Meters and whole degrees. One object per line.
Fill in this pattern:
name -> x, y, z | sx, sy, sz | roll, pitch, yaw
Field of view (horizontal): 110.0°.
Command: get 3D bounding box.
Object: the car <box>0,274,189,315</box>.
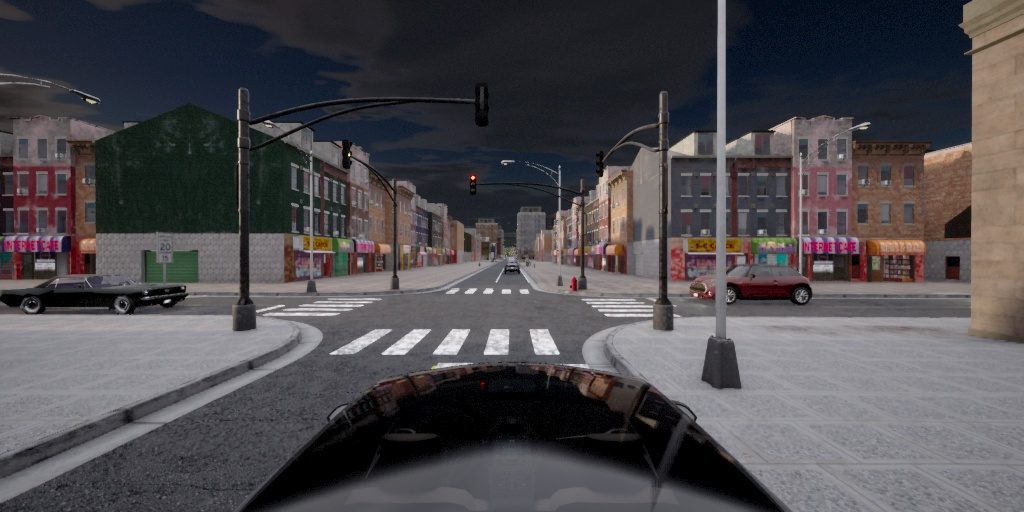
car -> -14.637, 1.312, 12.836 | 4.718, 1.301, 1.895 | 0, 0, -3

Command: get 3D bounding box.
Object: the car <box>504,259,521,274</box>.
car -> 0.015, 1.313, 40.627 | 1.948, 1.339, 4.313 | 0, 0, 0

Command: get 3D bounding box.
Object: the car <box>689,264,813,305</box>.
car -> 10.349, 1.132, 15.806 | 4.553, 1.767, 2.097 | 0, 0, 0
